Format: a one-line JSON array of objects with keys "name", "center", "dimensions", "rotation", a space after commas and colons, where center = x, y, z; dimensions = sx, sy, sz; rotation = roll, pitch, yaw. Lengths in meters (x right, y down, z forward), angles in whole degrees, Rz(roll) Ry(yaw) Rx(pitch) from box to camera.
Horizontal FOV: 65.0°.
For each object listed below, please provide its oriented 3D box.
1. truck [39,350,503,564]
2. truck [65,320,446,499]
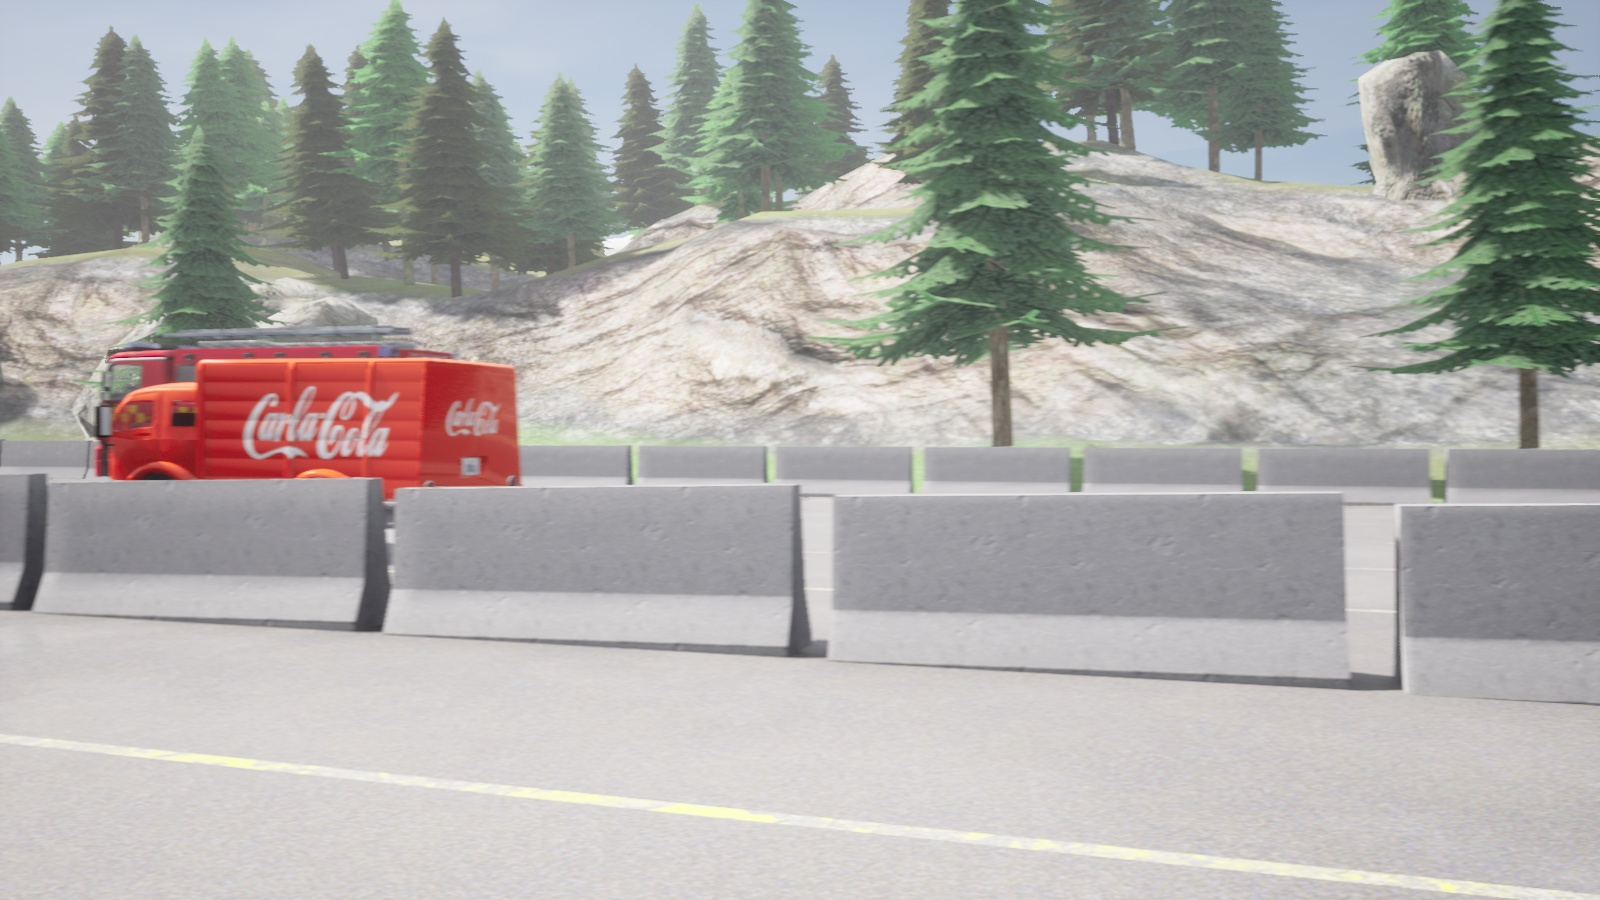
[{"name": "truck", "center": [-6.911, 0.021, 16.588], "dimensions": [5.204, 2.467, 2.627], "rotation": [1, 1, 19]}, {"name": "truck", "center": [-12.866, -0.967, 29.657], "dimensions": [8.468, 3.827, 2.891], "rotation": [1, 1, 19]}]
